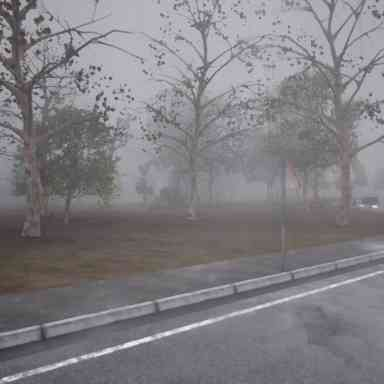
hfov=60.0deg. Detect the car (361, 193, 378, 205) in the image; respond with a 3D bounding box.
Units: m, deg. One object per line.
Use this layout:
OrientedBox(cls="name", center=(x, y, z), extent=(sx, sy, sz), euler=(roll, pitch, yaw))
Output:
OrientedBox(cls="car", center=(24.606, 0.894, 46.217), extent=(1.882, 1.535, 5.008), euler=(-1, 1, 27))
